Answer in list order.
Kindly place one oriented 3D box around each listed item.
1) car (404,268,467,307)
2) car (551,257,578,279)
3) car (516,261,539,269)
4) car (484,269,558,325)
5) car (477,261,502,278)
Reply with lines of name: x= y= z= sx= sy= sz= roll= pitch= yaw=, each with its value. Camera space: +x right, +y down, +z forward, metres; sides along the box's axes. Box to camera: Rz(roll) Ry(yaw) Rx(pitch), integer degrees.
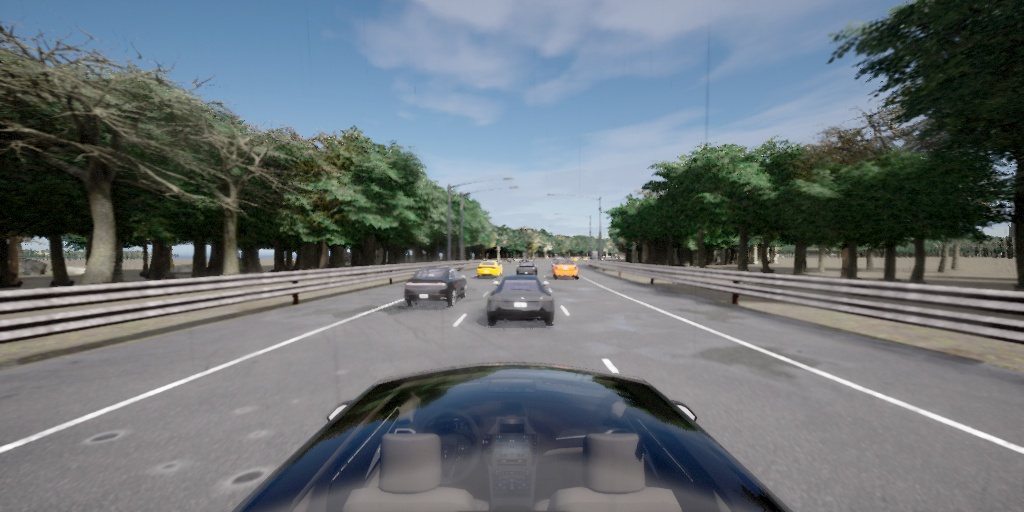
car: x=-3.103 y=1.237 z=15.371 sx=2.128 sy=1.511 sz=4.902 roll=0 pitch=0 yaw=2
car: x=4.808 y=1.091 z=32.861 sx=2.097 sy=1.767 sz=4.553 roll=0 pitch=0 yaw=5
car: x=1.413 y=1.237 z=32.751 sx=2.128 sy=1.511 sz=4.902 roll=0 pitch=0 yaw=5
car: x=0.292 y=1.313 z=11.857 sx=1.994 sy=1.385 sz=4.181 roll=0 pitch=0 yaw=2
car: x=-2.020 y=1.219 z=33.724 sx=1.882 sy=1.535 sz=5.008 roll=0 pitch=0 yaw=5
